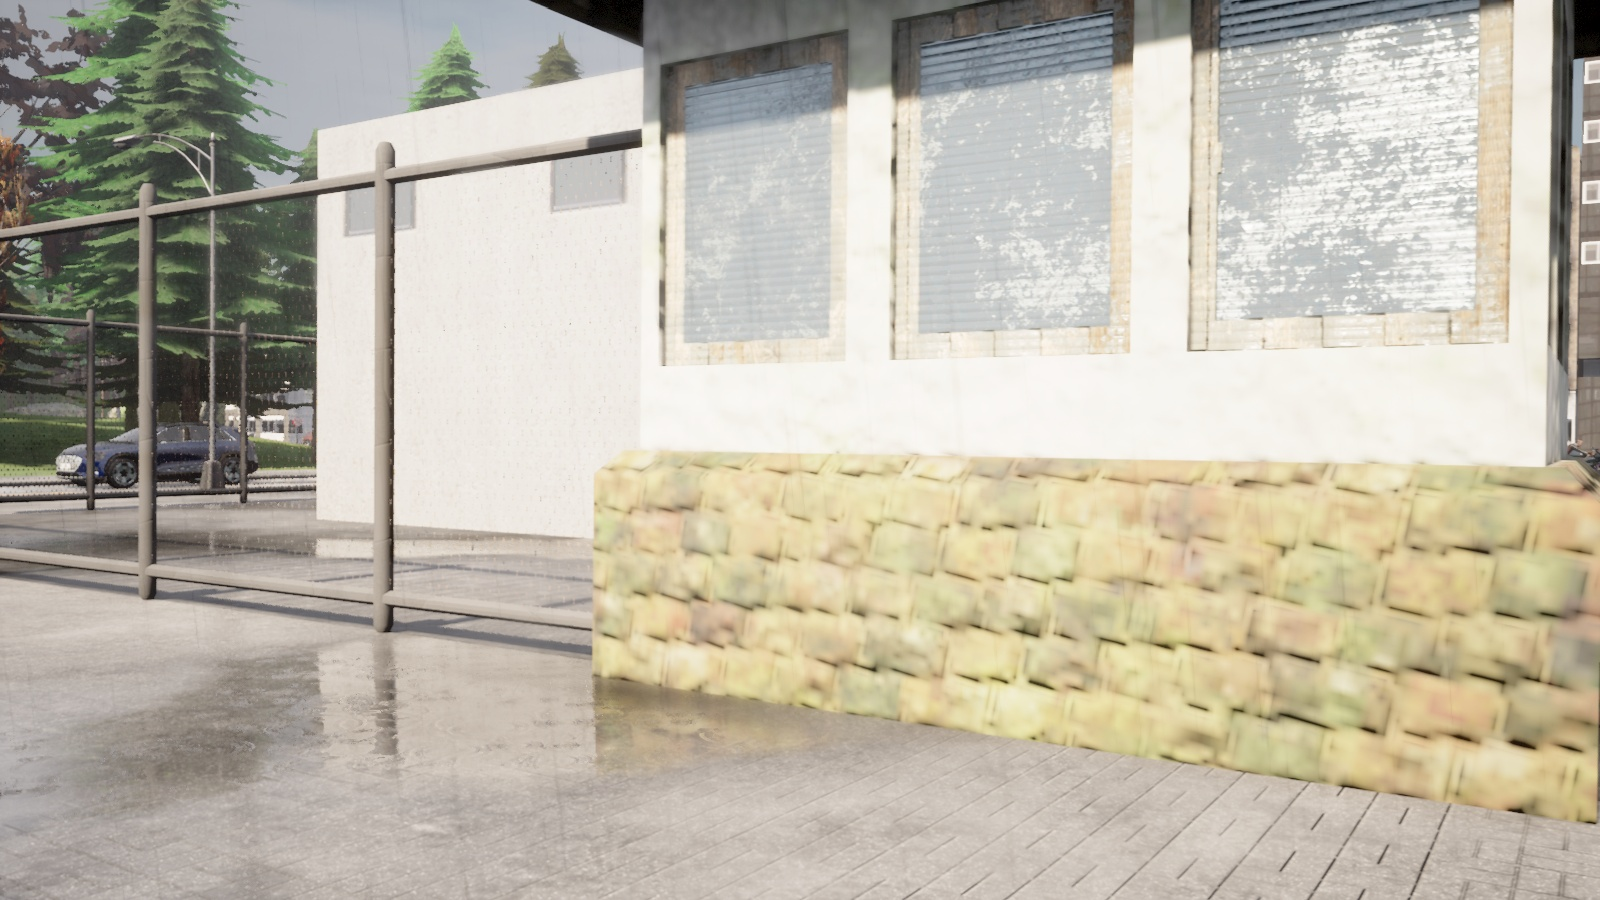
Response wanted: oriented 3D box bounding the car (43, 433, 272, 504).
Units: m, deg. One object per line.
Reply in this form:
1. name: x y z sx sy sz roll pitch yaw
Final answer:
1. car: -16.311 0.400 32.149 2.033 1.649 4.856 0 1 32

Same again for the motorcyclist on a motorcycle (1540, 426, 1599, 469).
1. motorcyclist on a motorcycle: 27.917 -0.103 45.168 2.191 1.530 0.866 0 1 33
